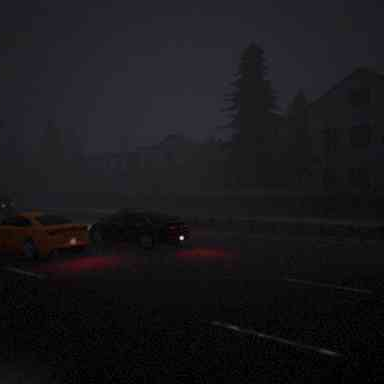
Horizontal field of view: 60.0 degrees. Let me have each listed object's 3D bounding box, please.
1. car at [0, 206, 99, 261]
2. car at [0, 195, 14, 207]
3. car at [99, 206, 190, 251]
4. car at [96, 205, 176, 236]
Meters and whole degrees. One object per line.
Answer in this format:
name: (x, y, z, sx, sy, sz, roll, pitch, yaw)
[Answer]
car: (-5.991, 1.504, 12.563, 5.008, 1.535, 1.882, 0, 0, 35)
car: (-18.158, 1.291, 29.834, 5.566, 2.045, 2.150, 0, 0, 35)
car: (-2.366, 1.527, 14.276, 4.892, 1.490, 1.837, 0, 0, 36)
car: (-3.315, 1.556, 19.234, 4.674, 1.442, 1.812, 0, 0, 35)
